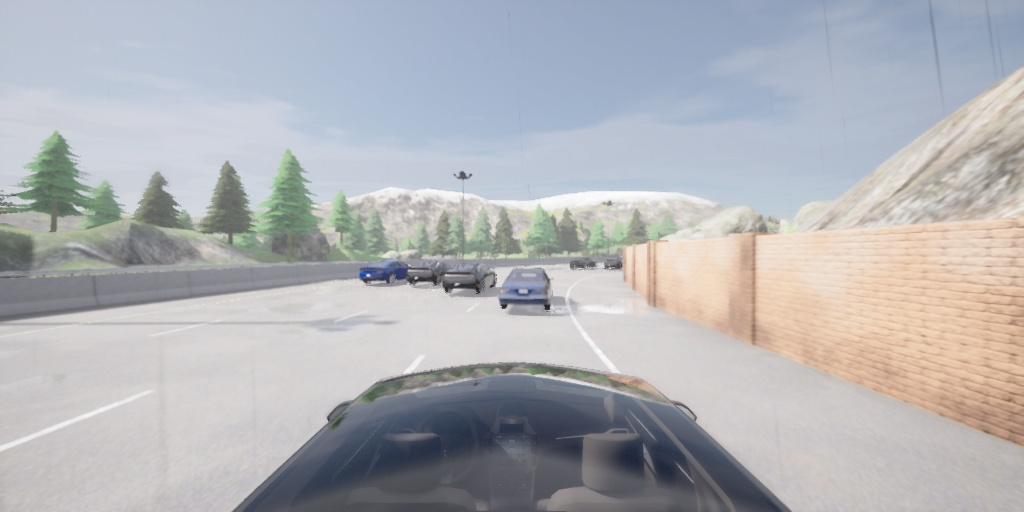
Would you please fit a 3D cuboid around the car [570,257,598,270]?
[{"bbox_3d":[8.801,0.853,43.822,1.837,1.490,4.892,-1,0,38],"label":"car"}]

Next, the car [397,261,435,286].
[{"bbox_3d":[-4.877,1.039,22.864,2.128,1.511,4.902,0,1,14],"label":"car"}]

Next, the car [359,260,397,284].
[{"bbox_3d":[-8.143,1.012,24.261,1.882,1.535,5.008,0,0,14],"label":"car"}]

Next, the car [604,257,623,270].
[{"bbox_3d":[12.796,0.845,43.116,2.128,1.511,4.902,0,1,40],"label":"car"}]

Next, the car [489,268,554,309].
[{"bbox_3d":[0.659,1.178,14.221,2.033,1.411,5.357,0,1,7],"label":"car"}]

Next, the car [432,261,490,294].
[{"bbox_3d":[-2.100,1.079,18.850,2.128,1.511,4.902,0,1,10],"label":"car"}]
